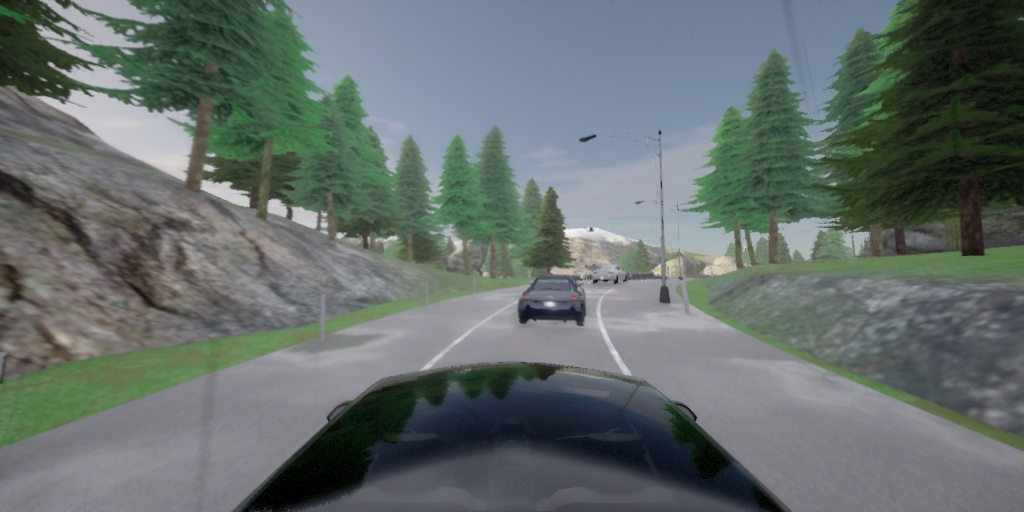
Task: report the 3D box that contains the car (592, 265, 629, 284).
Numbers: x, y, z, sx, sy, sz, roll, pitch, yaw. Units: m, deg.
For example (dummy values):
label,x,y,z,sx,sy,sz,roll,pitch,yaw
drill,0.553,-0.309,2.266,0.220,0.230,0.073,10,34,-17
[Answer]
label,x,y,z,sx,sy,sz,roll,pitch,yaw
car,7.724,1.424,28.177,1.812,1.442,4.674,-3,-2,30

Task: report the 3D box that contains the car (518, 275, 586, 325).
label,x,y,z,sx,sy,sz,roll,pitch,yaw
car,1.431,1.303,11.930,1.994,1.385,4.181,0,0,11
